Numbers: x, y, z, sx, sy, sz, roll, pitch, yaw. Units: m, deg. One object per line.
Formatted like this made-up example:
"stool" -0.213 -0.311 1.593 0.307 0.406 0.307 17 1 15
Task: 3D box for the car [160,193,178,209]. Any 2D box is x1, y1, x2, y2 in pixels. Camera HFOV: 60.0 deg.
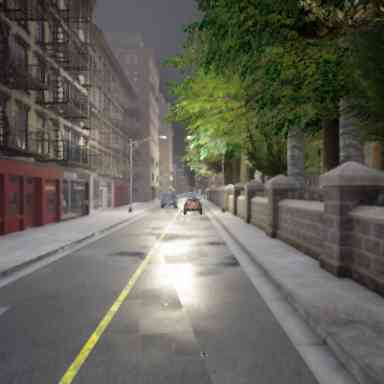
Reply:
"car" -3.073 1.203 45.569 2.150 2.045 5.566 0 0 0

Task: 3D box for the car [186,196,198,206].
"car" 0.006 1.483 54.581 1.837 1.490 4.892 0 0 0

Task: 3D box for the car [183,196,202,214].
"car" 0.097 1.415 35.128 2.033 1.649 4.856 0 0 0
